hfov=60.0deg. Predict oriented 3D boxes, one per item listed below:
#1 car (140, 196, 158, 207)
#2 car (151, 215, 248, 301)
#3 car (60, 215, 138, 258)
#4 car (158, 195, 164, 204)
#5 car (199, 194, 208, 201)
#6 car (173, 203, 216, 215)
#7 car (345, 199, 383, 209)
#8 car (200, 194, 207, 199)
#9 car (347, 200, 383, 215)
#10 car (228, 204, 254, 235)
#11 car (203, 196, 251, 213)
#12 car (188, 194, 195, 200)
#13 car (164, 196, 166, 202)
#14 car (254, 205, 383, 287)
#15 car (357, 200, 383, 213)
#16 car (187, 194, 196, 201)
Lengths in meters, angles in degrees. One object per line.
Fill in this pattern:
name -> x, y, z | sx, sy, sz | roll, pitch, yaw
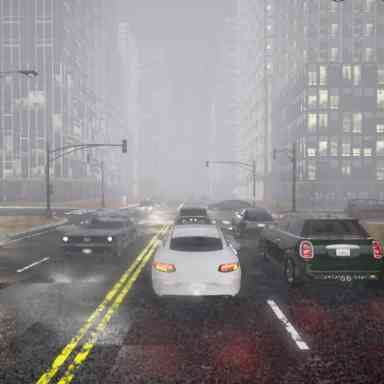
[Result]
car -> -6.718, 1.528, 50.776 | 1.994, 1.385, 4.181 | 0, 0, 0
car -> 0.081, 1.522, 8.184 | 1.812, 1.442, 4.674 | 0, 0, 0
car -> -3.365, 1.594, 12.880 | 1.895, 1.301, 4.718 | 0, 0, 0
car -> -6.722, 1.429, 61.100 | 1.882, 1.535, 5.008 | 0, 0, 1
car -> 3.049, 1.396, 80.356 | 1.882, 1.535, 5.008 | 0, 0, 0
car -> 0.056, 1.495, 17.432 | 1.837, 1.490, 4.892 | 0, 0, 0
car -> 16.127, 1.519, 29.599 | 5.009, 1.841, 2.192 | 1, 0, 1
car -> 3.022, 1.266, 90.773 | 1.812, 1.442, 4.674 | 0, 0, 0
car -> 19.415, 1.627, 35.336 | 4.902, 1.511, 2.128 | 0, 1, 1
car -> 3.304, 1.555, 17.846 | 1.994, 1.385, 4.181 | 0, 0, 0
car -> 3.926, 1.510, 35.551 | 4.892, 1.490, 1.837 | 1, 1, 1
car -> -0.228, 1.220, 90.766 | 1.882, 1.535, 5.008 | 0, 0, 0
car -> -6.681, 1.416, 71.475 | 1.882, 1.535, 5.008 | 0, 0, 0
car -> 3.327, 1.348, 9.460 | 2.097, 1.767, 4.553 | 0, 0, 0
car -> 21.715, 1.642, 37.900 | 4.829, 1.417, 1.752 | 1, 0, 1
car -> -0.201, 1.418, 80.348 | 1.837, 1.490, 4.892 | 0, 0, 0
